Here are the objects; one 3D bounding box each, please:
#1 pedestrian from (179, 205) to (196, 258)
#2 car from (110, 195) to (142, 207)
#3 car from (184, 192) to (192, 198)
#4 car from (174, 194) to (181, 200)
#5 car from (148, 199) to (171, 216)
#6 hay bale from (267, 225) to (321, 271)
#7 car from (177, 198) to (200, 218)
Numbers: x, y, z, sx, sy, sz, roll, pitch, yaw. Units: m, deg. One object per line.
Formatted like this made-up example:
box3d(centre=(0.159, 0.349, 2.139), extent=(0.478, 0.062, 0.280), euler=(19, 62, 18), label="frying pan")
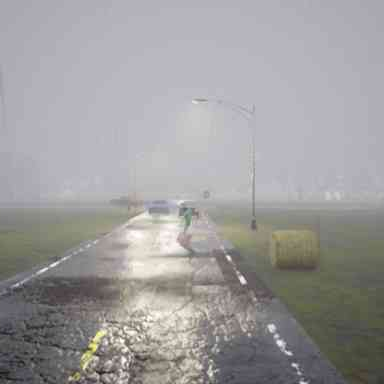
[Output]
box3d(centre=(-0.162, 1.280, 11.235), extent=(0.375, 1.860, 0.375), euler=(0, 0, 3), label="pedestrian")
box3d(centre=(-9.583, 1.259, 48.120), extent=(4.553, 1.767, 2.097), euler=(0, 1, 17), label="car")
box3d(centre=(-1.041, 1.378, 93.219), extent=(2.033, 1.411, 5.357), euler=(0, 0, -1), label="car")
box3d(centre=(-3.701, 1.363, 85.182), extent=(1.837, 1.490, 4.892), euler=(0, 0, -1), label="car")
box3d(centre=(-3.154, 1.433, 32.843), extent=(1.882, 1.535, 5.008), euler=(0, 0, 0), label="car")
box3d(centre=(3.016, 1.643, 9.972), extent=(1.220, 1.180, 1.240), euler=(0, 0, -1), label="hay bale")
box3d(centre=(-0.246, 1.509, 29.459), extent=(2.033, 1.411, 5.357), euler=(0, 0, 0), label="car")
